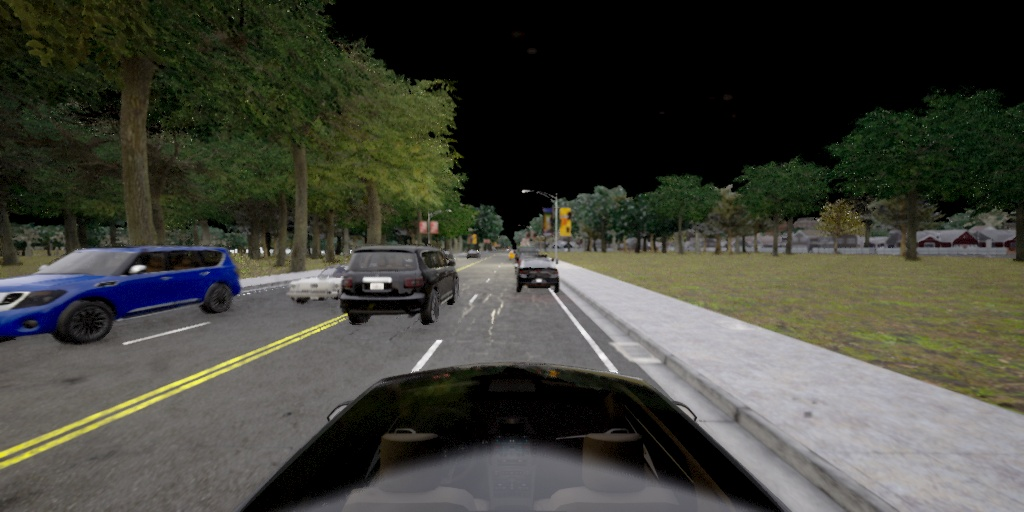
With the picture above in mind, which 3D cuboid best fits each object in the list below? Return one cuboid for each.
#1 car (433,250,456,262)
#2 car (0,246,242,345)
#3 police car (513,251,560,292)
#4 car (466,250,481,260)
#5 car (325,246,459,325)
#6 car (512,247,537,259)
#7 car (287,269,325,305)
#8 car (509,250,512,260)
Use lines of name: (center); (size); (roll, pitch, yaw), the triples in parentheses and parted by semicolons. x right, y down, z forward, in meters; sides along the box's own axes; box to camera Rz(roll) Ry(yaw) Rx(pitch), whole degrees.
car: (-9.302, -0.041, 49.838); (2.033, 1.411, 5.357); (0, 2, 1)
car: (-9.770, 0.752, 9.170); (2.150, 2.045, 5.566); (0, 2, 1)
police car: (1.146, 0.733, 17.366); (1.930, 1.638, 5.238); (0, 2, 1)
car: (-5.964, -0.194, 55.888); (2.033, 1.411, 5.357); (0, 1, 1)
car: (-3.051, 0.709, 10.867); (2.150, 2.045, 5.566); (0, 2, 1)
car: (1.255, 0.383, 27.220); (2.097, 1.767, 4.553); (0, 2, 1)
car: (-6.467, 0.998, 13.957); (1.895, 1.301, 4.718); (0, 2, 1)
car: (0.580, -0.194, 53.387); (1.882, 1.535, 5.008); (0, 1, 1)
